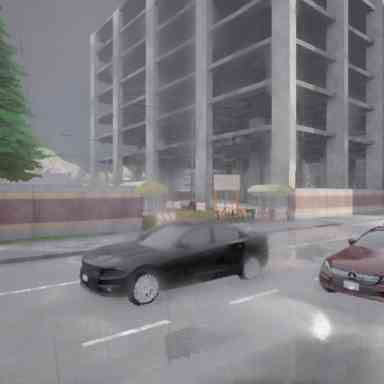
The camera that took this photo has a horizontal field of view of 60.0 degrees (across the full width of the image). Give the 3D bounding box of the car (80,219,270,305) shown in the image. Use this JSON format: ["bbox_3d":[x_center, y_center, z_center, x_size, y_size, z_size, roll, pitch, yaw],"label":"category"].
[{"bbox_3d":[-0.192,1.478,8.290,5.008,1.535,1.882,0,0,-38],"label":"car"}]

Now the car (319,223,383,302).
[{"bbox_3d":[4.889,1.526,7.786,4.674,1.442,1.812,0,0,-38],"label":"car"}]
